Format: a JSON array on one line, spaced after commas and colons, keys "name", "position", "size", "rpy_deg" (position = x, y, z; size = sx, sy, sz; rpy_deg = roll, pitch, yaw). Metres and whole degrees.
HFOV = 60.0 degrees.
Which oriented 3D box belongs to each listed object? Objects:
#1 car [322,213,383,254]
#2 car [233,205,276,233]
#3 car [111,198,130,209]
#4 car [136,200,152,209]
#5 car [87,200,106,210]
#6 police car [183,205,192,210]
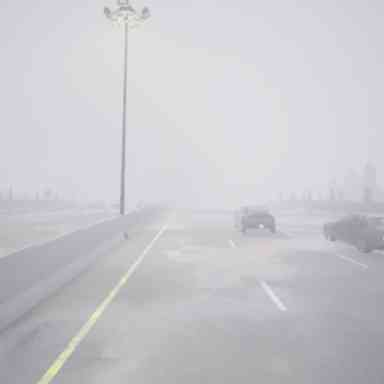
[{"name": "car", "position": [7.107, 1.555, 13.480], "size": [2.033, 1.411, 5.357], "rpy_deg": [0, 0, 0]}, {"name": "car", "position": [3.602, 1.517, 19.667], "size": [1.837, 1.490, 4.892], "rpy_deg": [0, 0, 0]}, {"name": "car", "position": [-10.554, 1.700, 49.199], "size": [2.097, 1.767, 4.553], "rpy_deg": [0, -3, 0]}, {"name": "car", "position": [-7.053, 1.859, 49.592], "size": [2.128, 1.511, 4.902], "rpy_deg": [0, -3, 0]}, {"name": "car", "position": [-14.049, 1.877, 49.272], "size": [1.812, 1.442, 4.674], "rpy_deg": [0, -3, 0]}, {"name": "police car", "position": [-1.043, 3.699, 71.400], "size": [1.930, 1.638, 5.238], "rpy_deg": [0, -6, 0]}]
